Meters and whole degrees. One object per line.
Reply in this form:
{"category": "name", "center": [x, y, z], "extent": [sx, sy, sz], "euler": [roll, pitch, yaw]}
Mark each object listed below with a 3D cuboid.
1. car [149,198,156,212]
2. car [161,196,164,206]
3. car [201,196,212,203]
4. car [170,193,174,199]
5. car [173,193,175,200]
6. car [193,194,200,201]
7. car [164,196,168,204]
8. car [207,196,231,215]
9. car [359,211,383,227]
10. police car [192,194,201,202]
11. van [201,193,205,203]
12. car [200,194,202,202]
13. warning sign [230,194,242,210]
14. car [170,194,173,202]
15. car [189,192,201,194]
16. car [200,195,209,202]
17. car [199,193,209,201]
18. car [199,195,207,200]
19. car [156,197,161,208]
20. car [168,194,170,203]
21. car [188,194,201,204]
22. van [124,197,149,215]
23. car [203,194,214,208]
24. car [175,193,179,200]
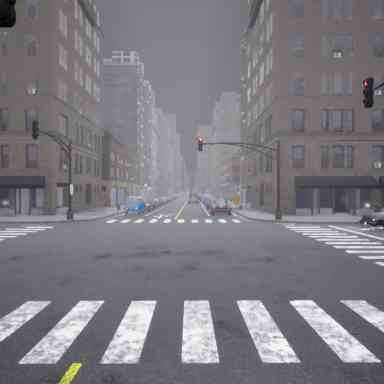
{"category": "car", "center": [-5.698, 1.442, 39.092], "extent": [1.967, 1.590, 4.097], "euler": [0, 0, 0]}
{"category": "car", "center": [-5.651, 1.585, 50.428], "extent": [1.802, 1.307, 4.206], "euler": [0, 0, 0]}
{"category": "car", "center": [2.947, 1.551, 67.405], "extent": [2.008, 1.369, 4.403], "euler": [0, 0, 0]}
{"category": "car", "center": [-5.555, 1.543, 73.101], "extent": [1.887, 1.381, 4.507], "euler": [0, 0, 0]}
{"category": "car", "center": [-5.532, 1.521, 78.599], "extent": [1.752, 1.417, 4.829], "euler": [0, 0, 0]}
{"category": "car", "center": [1.159, 1.447, 89.582], "extent": [1.801, 1.575, 5.366], "euler": [0, 0, 0]}
{"category": "car", "center": [-5.627, 1.568, 56.097], "extent": [1.947, 1.339, 4.313], "euler": [0, 0, 0]}
{"category": "car", "center": [2.804, 1.442, 33.390], "extent": [1.967, 1.590, 4.097], "euler": [0, 0, 0]}
{"category": "car", "center": [13.453, 1.561, 20.724], "extent": [5.357, 1.411, 2.033], "euler": [0, 0, 0]}
{"category": "police car", "center": [1.126, 1.421, 79.487], "extent": [1.930, 1.638, 5.238], "euler": [0, 0, -1]}
{"category": "van", "center": [2.899, 1.343, 56.066], "extent": [1.690, 1.788, 3.998], "euler": [0, 0, 0]}
{"category": "car", "center": [2.923, 1.526, 61.905], "extent": [1.752, 1.417, 4.829], "euler": [0, 0, 0]}
{"category": "warning sign", "center": [5.230, 1.118, 39.374], "extent": [1.300, 1.860, 1.060], "euler": [0, 0, 0]}
{"category": "car", "center": [-5.579, 1.566, 67.433], "extent": [1.947, 1.339, 4.313], "euler": [0, 0, 0]}
{"category": "car", "center": [0.303, 1.038, 72.994], "extent": [2.150, 2.045, 5.566], "euler": [0, 0, 0]}
{"category": "car", "center": [2.994, 1.436, 78.744], "extent": [1.967, 1.590, 4.097], "euler": [0, 0, 0]}
{"category": "car", "center": [3.018, 1.308, 84.413], "extent": [2.192, 1.841, 5.009], "euler": [0, 0, 0]}
{"category": "car", "center": [3.042, 1.557, 90.083], "extent": [1.947, 1.339, 4.313], "euler": [0, 0, 0]}
{"category": "car", "center": [-5.674, 1.568, 44.760], "extent": [1.947, 1.339, 4.313], "euler": [0, 0, 0]}
{"category": "car", "center": [-5.604, 1.527, 61.595], "extent": [1.752, 1.417, 4.829], "euler": [0, 0, 0]}
{"category": "car", "center": [0.261, 1.565, 62.960], "extent": [1.994, 1.385, 4.181], "euler": [0, 0, 0]}
{"category": "van", "center": [-5.722, 1.343, 33.423], "extent": [1.690, 1.788, 3.998], "euler": [0, 0, 0]}
{"category": "car", "center": [2.851, 1.443, 44.728], "extent": [1.967, 1.590, 4.097], "euler": [0, 0, 0]}
{"category": "car", "center": [-5.484, 1.306, 90.106], "extent": [2.192, 1.841, 5.009], "euler": [0, 0, 0]}
